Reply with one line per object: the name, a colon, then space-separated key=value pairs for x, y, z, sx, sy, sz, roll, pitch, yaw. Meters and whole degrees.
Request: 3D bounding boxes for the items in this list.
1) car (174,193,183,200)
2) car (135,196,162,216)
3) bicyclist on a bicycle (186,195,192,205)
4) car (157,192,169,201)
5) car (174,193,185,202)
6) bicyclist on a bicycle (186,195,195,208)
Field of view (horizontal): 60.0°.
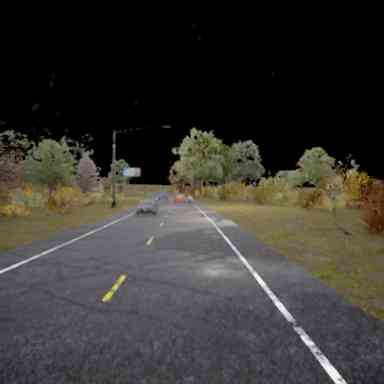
car: x=-3.274 y=1.041 z=79.321 sx=2.097 sy=1.767 sz=4.553 roll=0 pitch=0 yaw=-5
car: x=-4.146 y=1.400 z=31.284 sx=1.837 sy=1.490 sz=4.892 roll=0 pitch=0 yaw=-2
bicyclist on a bicycle: x=-0.476 y=1.247 z=52.362 sx=0.866 sy=1.612 sz=1.509 roll=0 pitch=0 yaw=-3
car: x=-6.206 y=0.951 z=71.817 sx=2.150 sy=2.045 sz=5.566 roll=0 pitch=0 yaw=-4
car: x=-2.516 y=1.095 z=69.389 sx=2.097 sy=1.767 sz=4.553 roll=0 pitch=0 yaw=-4
bicyclist on a bicycle: x=-0.051 y=1.284 z=42.929 sx=0.866 sy=1.612 sz=1.509 roll=0 pitch=0 yaw=-2
